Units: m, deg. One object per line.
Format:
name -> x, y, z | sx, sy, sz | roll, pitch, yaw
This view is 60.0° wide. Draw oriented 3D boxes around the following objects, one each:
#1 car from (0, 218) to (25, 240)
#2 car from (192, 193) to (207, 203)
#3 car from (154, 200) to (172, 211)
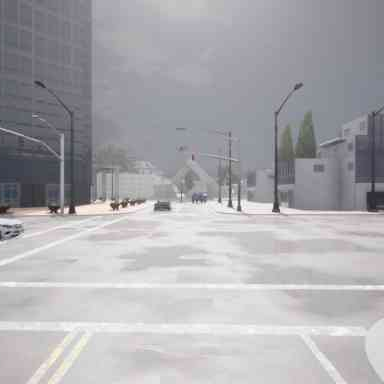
car -> -10.623, 1.581, 16.123 | 4.674, 1.442, 1.812 | 0, 0, -1
car -> 1.517, 1.221, 69.570 | 2.150, 2.045, 5.566 | 0, 0, 15
car -> -3.615, 1.601, 41.563 | 1.895, 1.301, 4.718 | 0, 0, 0
